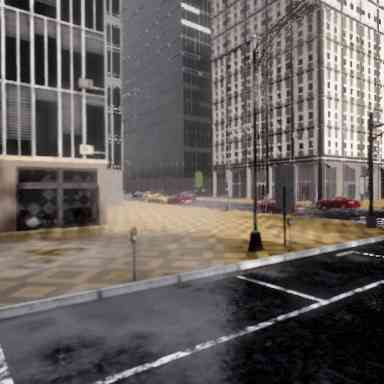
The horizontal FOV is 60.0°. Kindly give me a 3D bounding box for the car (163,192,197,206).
[{"bbox_3d":[-1.543,0.983,41.354,1.802,1.307,4.206,0,1,-33],"label":"car"}]

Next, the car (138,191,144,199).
[{"bbox_3d":[-6.232,0.704,53.008,1.882,1.535,5.008,-1,1,-34],"label":"car"}]

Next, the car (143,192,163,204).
[{"bbox_3d":[-4.519,0.863,45.832,1.752,1.417,4.829,0,1,-34],"label":"car"}]

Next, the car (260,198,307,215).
[{"bbox_3d":[7.437,1.178,27.452,1.802,1.307,4.206,0,1,-32],"label":"car"}]

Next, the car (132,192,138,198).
[{"bbox_3d":[-10.732,0.552,68.582,1.947,1.339,4.313,0,1,-37],"label":"car"}]

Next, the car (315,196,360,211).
[{"bbox_3d":[14.028,1.074,32.183,1.802,1.307,4.206,0,1,-32],"label":"car"}]
